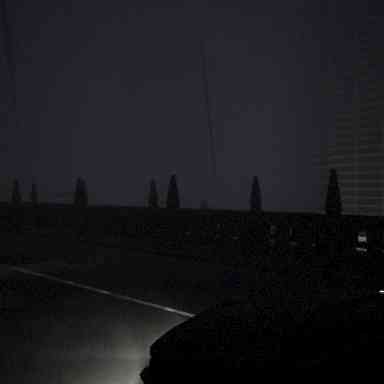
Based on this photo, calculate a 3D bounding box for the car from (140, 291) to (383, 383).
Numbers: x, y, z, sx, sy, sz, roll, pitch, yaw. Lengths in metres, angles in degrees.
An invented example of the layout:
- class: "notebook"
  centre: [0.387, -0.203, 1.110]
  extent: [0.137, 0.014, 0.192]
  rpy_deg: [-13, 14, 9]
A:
- class: "car"
  centre: [2.103, 1.549, 2.493]
  extent: [5.357, 1.411, 2.033]
  rpy_deg: [0, 0, 35]
